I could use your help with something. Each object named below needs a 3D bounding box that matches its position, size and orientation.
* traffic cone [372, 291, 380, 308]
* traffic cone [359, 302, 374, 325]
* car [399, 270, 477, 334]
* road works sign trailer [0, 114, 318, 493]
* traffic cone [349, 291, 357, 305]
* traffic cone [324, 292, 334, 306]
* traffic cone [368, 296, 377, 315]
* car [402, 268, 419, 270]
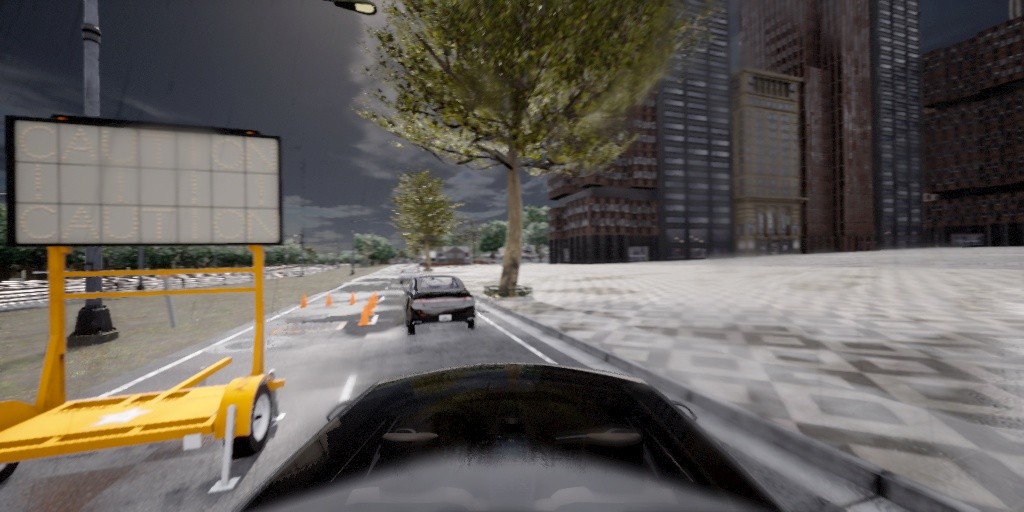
[{"bbox_3d":[-5.851,1.903,15.108,0.340,0.580,0.340,0,0,-18],"label":"traffic cone"},{"bbox_3d":[-4.635,1.849,11.298,0.340,0.580,0.340,0,0,-18],"label":"traffic cone"},{"bbox_3d":[-2.385,1.343,11.166,2.128,1.511,4.902,-1,0,-18],"label":"car"},{"bbox_3d":[-3.922,0.293,4.178,2.380,3.560,2.880,0,0,-18],"label":"road works sign trailer"},{"bbox_3d":[-7.412,1.947,16.709,0.340,0.580,0.340,0,0,-18],"label":"traffic cone"},{"bbox_3d":[-8.364,1.962,16.405,0.340,0.580,0.340,0,0,-18],"label":"traffic cone"},{"bbox_3d":[-5.243,1.875,13.203,0.340,0.580,0.340,0,0,-18],"label":"traffic cone"},{"bbox_3d":[-9.089,1.766,32.163,1.895,1.301,4.718,-1,-1,-18],"label":"car"}]
